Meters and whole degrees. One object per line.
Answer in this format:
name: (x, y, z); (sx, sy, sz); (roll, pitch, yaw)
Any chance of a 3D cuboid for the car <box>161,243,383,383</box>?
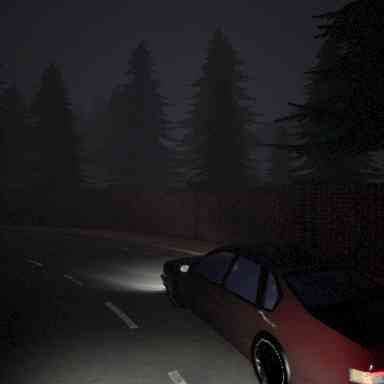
car: (1.132, 1.547, 5.232); (2.033, 1.411, 5.357); (0, 0, -23)
